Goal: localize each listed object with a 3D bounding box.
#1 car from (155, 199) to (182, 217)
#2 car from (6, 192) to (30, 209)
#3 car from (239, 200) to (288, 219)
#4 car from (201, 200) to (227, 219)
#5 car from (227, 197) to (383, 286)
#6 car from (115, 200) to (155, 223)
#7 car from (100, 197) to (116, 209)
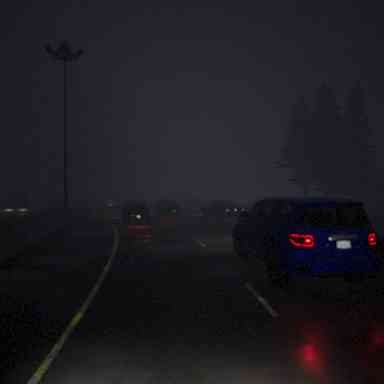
[{"bbox_3d":[-2.195,1.346,29.161,1.812,1.442,4.674,0,0,-19],"label":"car"},{"bbox_3d":[-22.439,1.047,43.056,2.150,2.045,5.566,0,1,-20],"label":"car"},{"bbox_3d":[5.749,1.394,27.471,1.895,1.301,4.718,0,0,-18],"label":"car"},{"bbox_3d":[2.398,1.362,26.664,2.033,1.411,5.357,0,0,-18],"label":"car"},{"bbox_3d":[2.767,1.146,9.423,2.150,2.045,5.566,0,0,-7],"label":"car"},{"bbox_3d":[-4.260,1.366,24.301,1.837,1.490,4.892,0,0,-17],"label":"car"},{"bbox_3d":[-10.292,1.307,41.075,1.812,1.442,4.674,0,0,-20],"label":"car"}]
